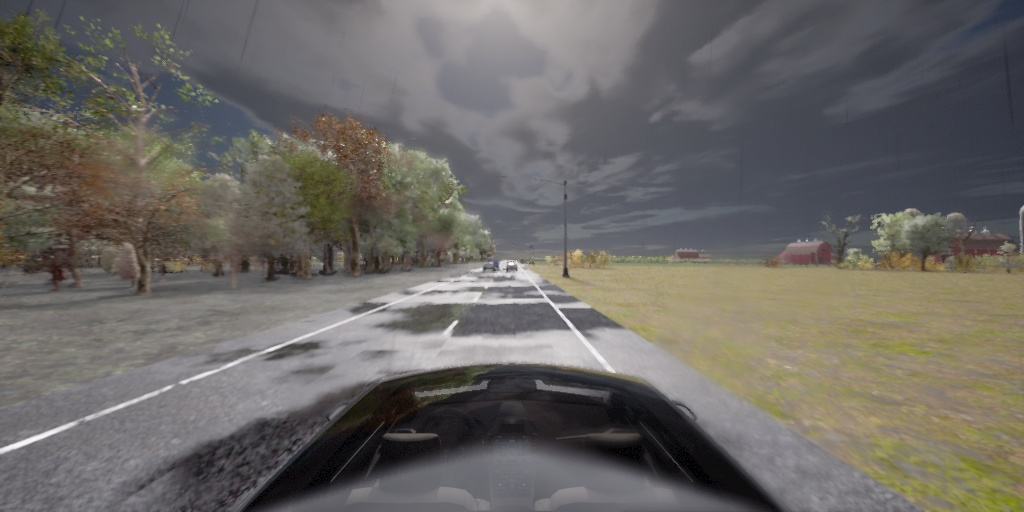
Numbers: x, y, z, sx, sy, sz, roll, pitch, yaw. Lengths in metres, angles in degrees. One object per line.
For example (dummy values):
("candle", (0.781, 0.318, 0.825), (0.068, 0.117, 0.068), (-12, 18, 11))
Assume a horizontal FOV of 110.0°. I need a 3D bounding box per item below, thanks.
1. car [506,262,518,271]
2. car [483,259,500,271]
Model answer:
("car", (-0.022, 1.659, 56.298), (2.033, 1.411, 5.357), (0, 0, 0))
("car", (-3.522, 1.602, 56.331), (2.128, 1.511, 4.902), (0, 0, 0))
